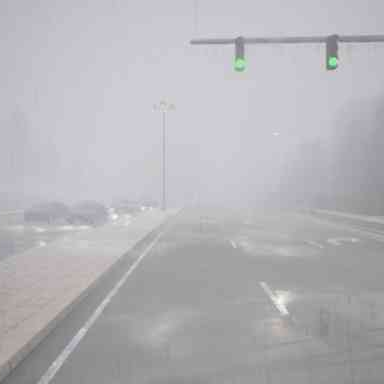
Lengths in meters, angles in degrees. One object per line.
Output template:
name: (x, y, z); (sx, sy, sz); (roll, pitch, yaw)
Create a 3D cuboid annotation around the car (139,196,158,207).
car: (-6.555, 1.576, 51.882); (1.994, 1.385, 4.181); (0, 0, 3)

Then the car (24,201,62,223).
car: (-11.214, 1.496, 26.114); (1.882, 1.535, 5.008); (0, 0, 2)

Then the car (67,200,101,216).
car: (-10.840, 1.544, 33.746); (1.812, 1.442, 4.674); (0, 0, 2)

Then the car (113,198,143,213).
car: (-7.212, 1.613, 37.232); (1.895, 1.301, 4.718); (0, 0, 3)

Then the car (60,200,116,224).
car: (-7.736, 1.561, 25.353); (2.033, 1.411, 5.357); (0, 0, 2)

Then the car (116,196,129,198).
car: (-10.233, 1.369, 48.226); (2.097, 1.767, 4.553); (0, 0, 3)
